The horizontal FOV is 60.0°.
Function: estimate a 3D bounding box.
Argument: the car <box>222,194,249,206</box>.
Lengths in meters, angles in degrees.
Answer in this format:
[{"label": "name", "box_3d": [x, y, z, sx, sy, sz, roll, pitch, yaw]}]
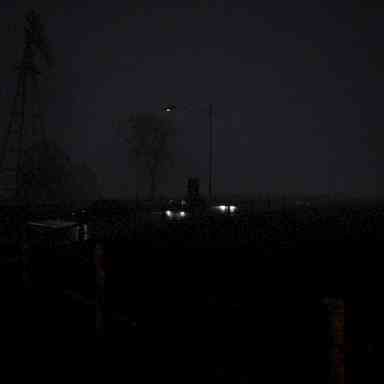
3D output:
[{"label": "car", "box_3d": [5.458, 1.005, 41.742, 1.994, 1.385, 4.181, 1, 2, 35]}]

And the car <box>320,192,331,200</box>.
[{"label": "car", "box_3d": [24.746, 0.710, 62.554, 1.994, 1.385, 4.181, 1, 1, 36]}]

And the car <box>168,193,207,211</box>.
[{"label": "car", "box_3d": [-0.366, 0.925, 33.529, 2.097, 1.767, 4.553, 1, 2, 35]}]

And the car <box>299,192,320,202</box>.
[{"label": "car", "box_3d": [18.947, 0.800, 54.370, 1.812, 1.442, 4.674, 1, 2, 35]}]

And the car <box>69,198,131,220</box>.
[{"label": "car", "box_3d": [-6.695, 1.225, 24.611, 1.837, 1.490, 4.892, 1, 1, 35]}]
